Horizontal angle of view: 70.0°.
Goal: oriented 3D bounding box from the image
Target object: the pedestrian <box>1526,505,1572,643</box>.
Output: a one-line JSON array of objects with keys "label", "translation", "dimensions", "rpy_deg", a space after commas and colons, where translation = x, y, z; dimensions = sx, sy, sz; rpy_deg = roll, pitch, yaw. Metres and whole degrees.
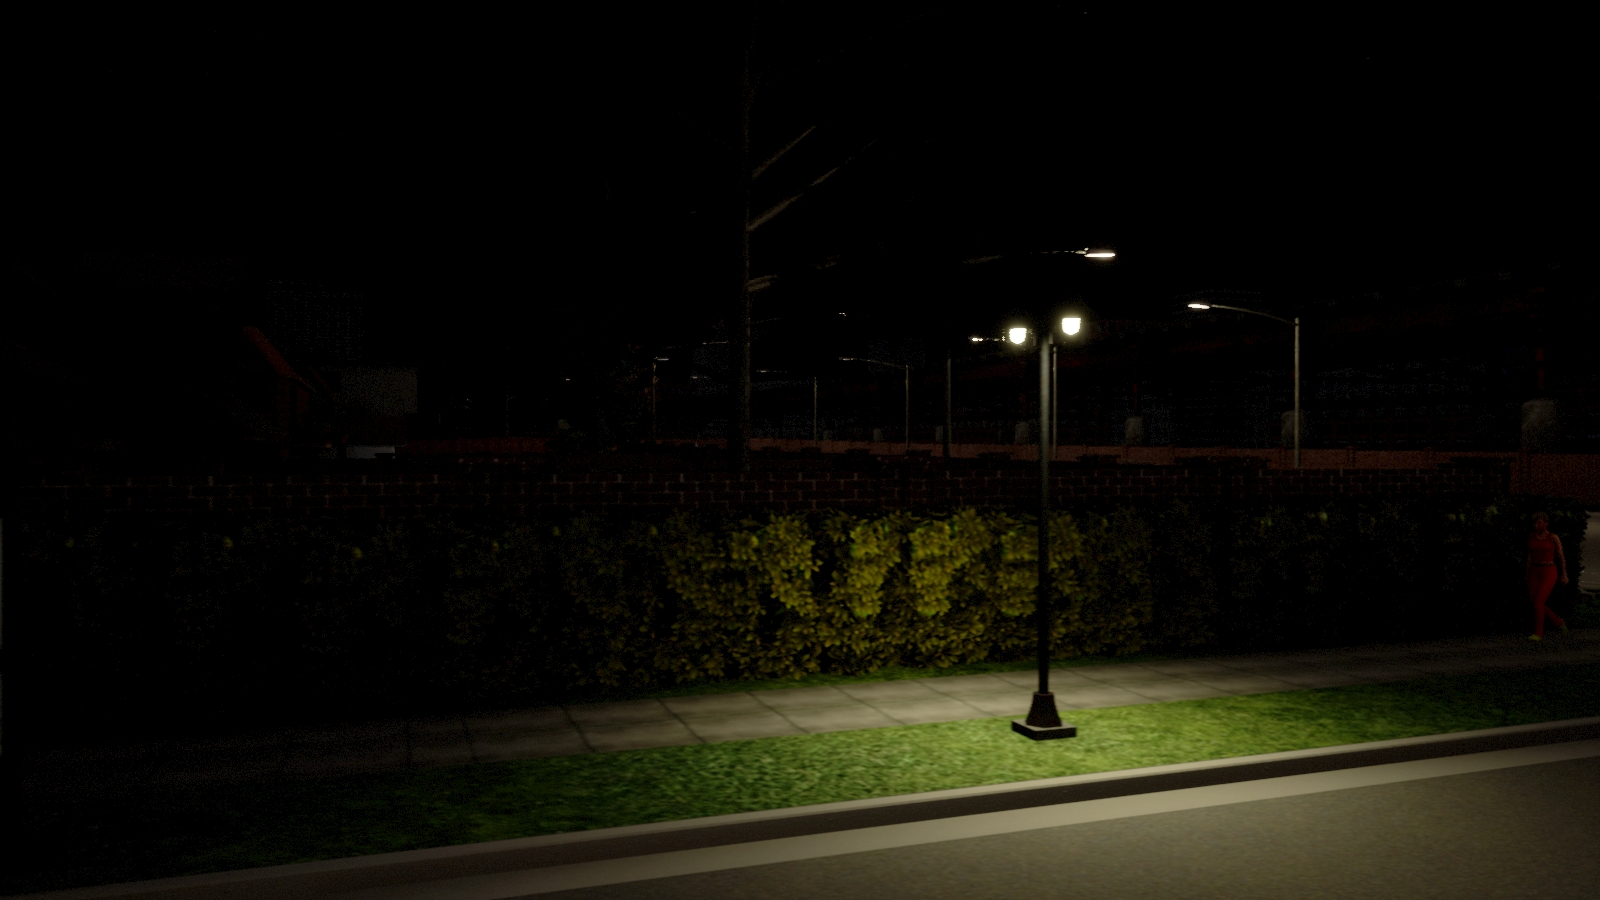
[{"label": "pedestrian", "translation": [10.383, 1.709, 15.842], "dimensions": [0.375, 1.860, 0.375], "rpy_deg": [0, 0, -20]}]
